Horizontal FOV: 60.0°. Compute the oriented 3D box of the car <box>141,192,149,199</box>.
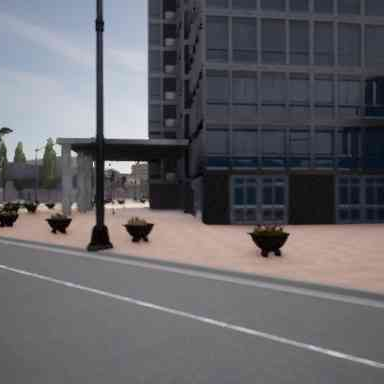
[{"bbox_3d":[-9.841,1.062,79.613,2.150,2.045,5.566,0,0,34],"label":"car"}]

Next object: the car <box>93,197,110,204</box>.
[{"bbox_3d":[-18.758,1.746,66.584,2.128,1.511,4.902,0,0,34],"label":"car"}]

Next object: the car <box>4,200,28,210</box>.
[{"bbox_3d":[-23.511,1.787,45.406,1.895,1.301,4.718,0,0,0],"label":"car"}]
